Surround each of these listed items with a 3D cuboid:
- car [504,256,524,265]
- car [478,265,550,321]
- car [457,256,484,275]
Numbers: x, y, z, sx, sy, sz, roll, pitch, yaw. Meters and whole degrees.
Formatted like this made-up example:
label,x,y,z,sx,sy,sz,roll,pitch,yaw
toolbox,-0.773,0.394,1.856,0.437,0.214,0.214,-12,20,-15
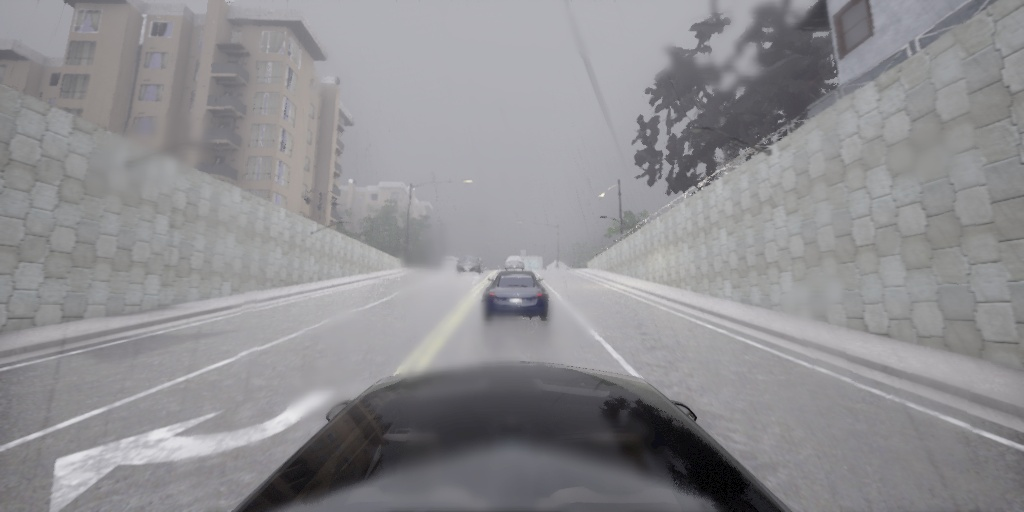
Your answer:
label,x,y,z,sx,sy,sz,roll,pitch,yaw
car,0.225,0.733,34.691,1.812,1.442,4.674,0,0,0
car,0.136,1.168,11.824,1.994,1.385,4.181,0,1,0
car,-3.445,0.750,30.707,2.128,1.511,4.902,0,1,1
